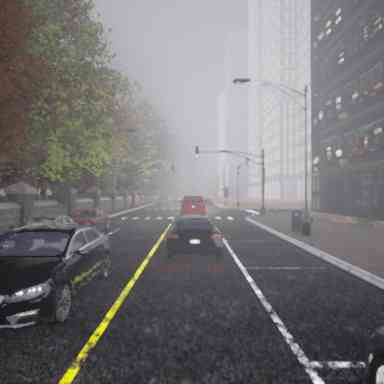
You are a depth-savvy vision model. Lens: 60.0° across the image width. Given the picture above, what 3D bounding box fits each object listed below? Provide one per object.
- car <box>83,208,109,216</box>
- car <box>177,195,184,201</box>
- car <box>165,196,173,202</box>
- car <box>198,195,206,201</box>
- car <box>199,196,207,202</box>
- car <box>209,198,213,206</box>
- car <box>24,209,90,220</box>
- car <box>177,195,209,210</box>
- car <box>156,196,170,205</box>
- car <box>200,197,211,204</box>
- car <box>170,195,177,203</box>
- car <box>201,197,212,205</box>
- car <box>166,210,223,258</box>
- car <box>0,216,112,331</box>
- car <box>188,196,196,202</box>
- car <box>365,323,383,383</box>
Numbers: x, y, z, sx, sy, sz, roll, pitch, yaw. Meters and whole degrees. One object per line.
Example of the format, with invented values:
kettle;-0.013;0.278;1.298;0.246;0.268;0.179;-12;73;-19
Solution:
car;-5.825;1.583;18.454;1.887;1.381;4.507;0;0;0
car;-3.031;1.605;87.503;1.837;1.490;4.892;0;0;0
car;-5.719;1.750;84.365;1.752;1.417;4.829;0;0;0
car;2.660;1.685;90.170;1.967;1.590;4.097;0;0;0
car;2.662;1.770;84.538;1.887;1.381;4.507;0;0;0
car;2.671;1.702;56.375;1.947;1.339;4.313;0;0;0
car;-5.771;1.577;12.914;2.008;1.369;4.403;0;0;0
car;0.090;1.286;29.218;2.150;2.045;5.566;0;0;0
car;-5.712;1.734;62.005;1.802;1.307;4.206;0;0;0
car;2.667;1.735;67.640;1.947;1.339;4.313;0;0;0
car;-3.026;1.723;71.895;2.033;1.411;5.357;0;0;0
car;2.669;1.718;62.008;1.947;1.339;4.313;0;0;0
car;0.095;1.590;12.855;1.994;1.385;4.181;0;0;0
car;-3.100;1.506;7.196;2.128;1.511;4.902;0;0;0
car;-0.032;1.713;83.625;1.837;1.490;4.892;0;0;0
car;2.690;1.555;1.843;2.008;1.369;4.403;0;0;0
